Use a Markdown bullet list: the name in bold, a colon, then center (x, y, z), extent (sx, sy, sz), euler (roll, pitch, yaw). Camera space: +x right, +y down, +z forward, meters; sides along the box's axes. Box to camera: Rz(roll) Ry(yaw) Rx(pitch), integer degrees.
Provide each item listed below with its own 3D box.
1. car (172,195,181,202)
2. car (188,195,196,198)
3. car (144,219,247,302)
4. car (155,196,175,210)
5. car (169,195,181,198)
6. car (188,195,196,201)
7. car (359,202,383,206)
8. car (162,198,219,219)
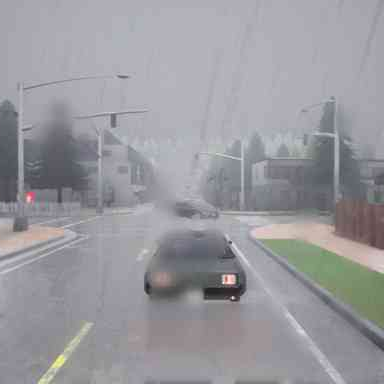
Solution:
- **car**: center (-3.464, 1.511, 74.626), extent (1.812, 1.442, 4.674), euler (0, 0, 0)
- **car**: center (0.037, 1.595, 71.450), extent (1.895, 1.301, 4.718), euler (0, 0, 0)
- **car**: center (0.072, 1.601, 8.219), extent (1.895, 1.301, 4.718), euler (0, 0, 0)
- **car**: center (-3.577, 1.563, 42.899), extent (1.994, 1.385, 4.181), euler (0, 0, 0)
- **car**: center (-3.548, 1.351, 59.440), extent (2.097, 1.767, 4.553), euler (0, 0, 0)
- **car**: center (0.039, 1.477, 81.486), extent (1.882, 1.535, 5.008), euler (0, 0, 0)
- **car**: center (15.313, 1.581, 29.278), extent (4.718, 1.301, 1.895), euler (0, 0, -8)
- **car**: center (0.016, 1.501, 26.873), extent (1.837, 1.490, 4.892), euler (-3, 2, -42)
